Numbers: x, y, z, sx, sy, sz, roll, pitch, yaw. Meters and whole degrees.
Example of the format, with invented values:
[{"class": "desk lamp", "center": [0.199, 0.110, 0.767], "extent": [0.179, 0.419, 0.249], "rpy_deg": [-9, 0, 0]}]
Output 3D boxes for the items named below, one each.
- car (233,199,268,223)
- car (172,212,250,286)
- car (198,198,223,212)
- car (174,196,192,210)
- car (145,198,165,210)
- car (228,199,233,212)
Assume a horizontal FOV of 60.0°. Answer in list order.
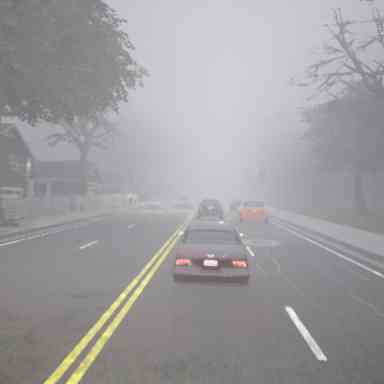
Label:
[{"class": "car", "center": [4.659, 1.405, 26.223], "extent": [2.097, 1.767, 4.553], "rpy_deg": [1, 0, 3]}, {"class": "car", "center": [0.530, 1.545, 9.512], "extent": [2.033, 1.411, 5.357], "rpy_deg": [1, 0, 3]}, {"class": "car", "center": [1.591, 1.352, 28.959], "extent": [2.097, 1.767, 4.553], "rpy_deg": [1, 0, 3]}, {"class": "car", "center": [-1.080, 1.314, 43.156], "extent": [2.097, 1.767, 4.553], "rpy_deg": [1, 0, 3]}, {"class": "car", "center": [-4.487, 1.428, 40.473], "extent": [1.812, 1.442, 4.674], "rpy_deg": [1, 0, 3]}, {"class": "car", "center": [5.364, 1.573, 39.444], "extent": [1.837, 1.490, 4.892], "rpy_deg": [1, 0, 4]}]
